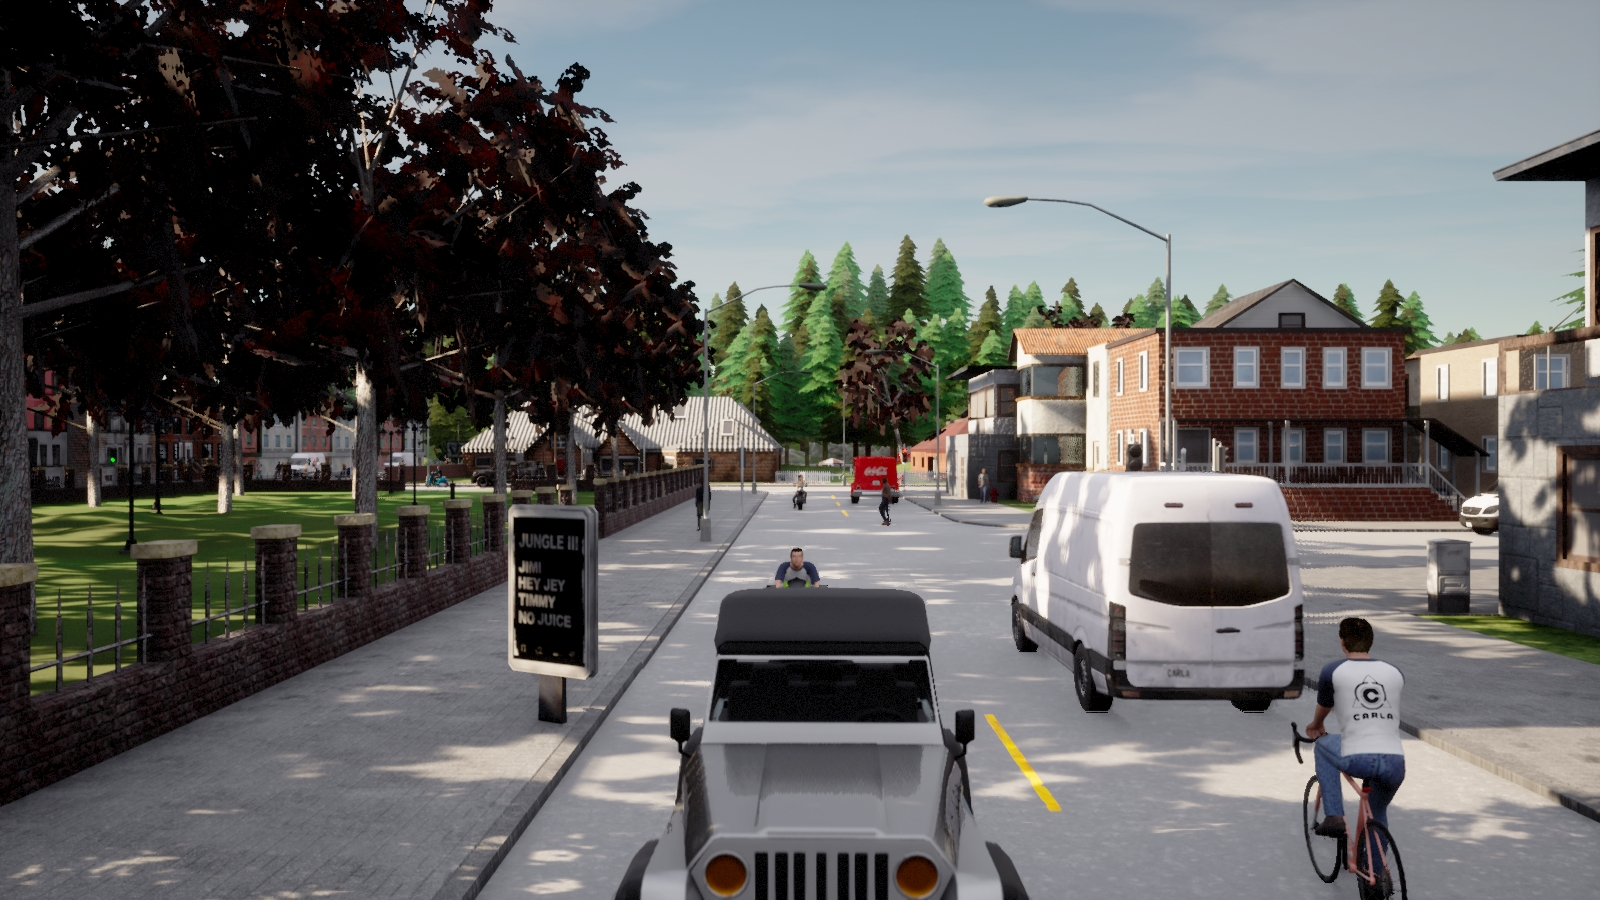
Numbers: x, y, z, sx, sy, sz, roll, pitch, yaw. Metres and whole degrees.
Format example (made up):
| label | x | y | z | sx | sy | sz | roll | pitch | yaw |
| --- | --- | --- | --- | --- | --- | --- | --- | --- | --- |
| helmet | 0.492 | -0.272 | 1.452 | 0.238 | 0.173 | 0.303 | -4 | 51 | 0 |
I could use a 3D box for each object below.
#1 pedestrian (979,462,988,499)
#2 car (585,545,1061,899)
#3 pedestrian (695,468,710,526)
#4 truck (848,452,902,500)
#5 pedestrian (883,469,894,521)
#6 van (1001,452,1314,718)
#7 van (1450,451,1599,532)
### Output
| label | x | y | z | sx | sy | sz | roll | pitch | yaw |
| --- | --- | --- | --- | --- | --- | --- | --- | --- | --- |
| pedestrian | 9.251 | 1.547 | 57.459 | 0.375 | 1.860 | 0.375 | 0 | 0 | -4 |
| car | 0.130 | 1.640 | 6.515 | 1.905 | 1.878 | 3.866 | 0 | 0 | 1 |
| pedestrian | -3.198 | 1.540 | 37.583 | 0.375 | 1.860 | 0.375 | 0 | 0 | 14 |
| truck | 3.969 | 1.372 | 61.570 | 2.627 | 2.467 | 5.204 | 0 | 0 | 1 |
| pedestrian | 3.241 | 1.645 | 41.933 | 0.375 | 1.860 | 0.375 | 0 | 0 | 4 |
| van | 3.998 | 1.321 | 14.063 | 1.988 | 2.561 | 5.915 | 0 | 0 | 0 |
| van | 24.712 | 1.329 | 37.232 | 5.915 | 2.561 | 1.988 | 0 | 0 | 0 |
